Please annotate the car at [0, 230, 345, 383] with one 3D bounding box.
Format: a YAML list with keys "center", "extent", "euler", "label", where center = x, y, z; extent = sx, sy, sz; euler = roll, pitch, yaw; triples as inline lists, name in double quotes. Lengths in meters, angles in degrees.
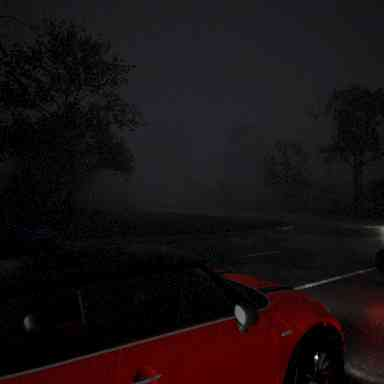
- center: [-0.453, 1.352, 3.397]
  extent: [4.553, 1.767, 2.097]
  euler: [0, 0, -35]
  label: "car"

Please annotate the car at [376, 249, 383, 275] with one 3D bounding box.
- center: [6.751, 1.601, 8.528]
  extent: [4.718, 1.301, 1.895]
  euler: [0, 0, -36]
  label: "car"

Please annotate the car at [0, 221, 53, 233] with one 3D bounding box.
- center: [-5.907, 1.477, 8.364]
  extent: [5.008, 1.535, 1.882]
  euler: [0, 0, -35]
  label: "car"
